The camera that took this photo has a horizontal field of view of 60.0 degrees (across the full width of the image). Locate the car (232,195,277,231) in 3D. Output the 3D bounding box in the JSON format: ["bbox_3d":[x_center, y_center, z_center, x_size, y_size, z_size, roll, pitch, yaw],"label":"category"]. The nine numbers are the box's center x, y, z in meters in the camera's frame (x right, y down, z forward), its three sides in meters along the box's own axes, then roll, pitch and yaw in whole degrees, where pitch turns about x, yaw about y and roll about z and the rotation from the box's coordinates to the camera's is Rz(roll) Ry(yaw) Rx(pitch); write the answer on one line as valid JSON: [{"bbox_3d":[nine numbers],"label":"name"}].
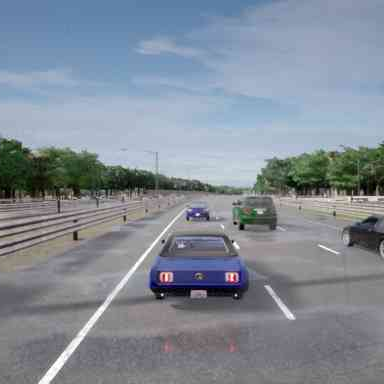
[{"bbox_3d":[3.828,1.221,20.953,2.150,2.045,5.566,0,0,2],"label":"car"}]

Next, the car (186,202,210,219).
[{"bbox_3d":[0.484,1.525,27.252,1.812,1.442,4.674,0,0,1],"label":"car"}]

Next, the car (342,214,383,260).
[{"bbox_3d":[7.196,1.525,12.098,1.812,1.442,4.674,0,0,1],"label":"car"}]

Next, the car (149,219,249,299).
[{"bbox_3d":[0.148,1.600,8.369,1.895,1.301,4.718,0,0,0],"label":"car"}]
